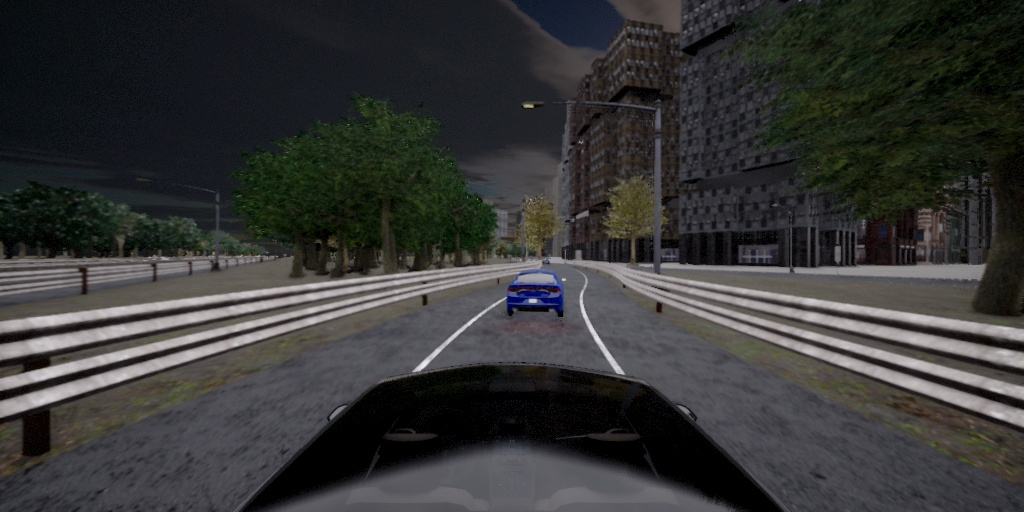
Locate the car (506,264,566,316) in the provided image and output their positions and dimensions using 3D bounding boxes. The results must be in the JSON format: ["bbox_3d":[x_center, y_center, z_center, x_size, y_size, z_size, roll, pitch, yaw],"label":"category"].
[{"bbox_3d":[1.003,1.250,13.538,1.882,1.535,5.008,0,0,8],"label":"car"}]
